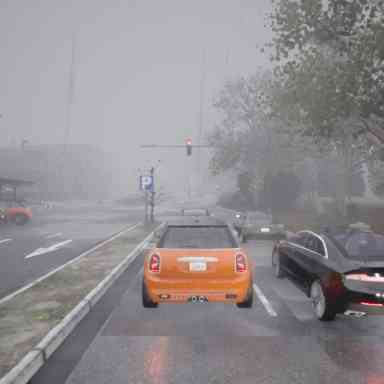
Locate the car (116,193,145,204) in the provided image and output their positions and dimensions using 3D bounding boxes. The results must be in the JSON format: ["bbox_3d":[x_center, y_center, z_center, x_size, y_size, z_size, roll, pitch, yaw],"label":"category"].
[{"bbox_3d":[-11.501,1.356,61.026,4.792,1.488,2.163,-1,0,-15],"label":"car"}]

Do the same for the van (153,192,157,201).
[{"bbox_3d":[-10.305,1.091,70.011,4.442,1.987,1.878,-1,0,-14],"label":"van"}]

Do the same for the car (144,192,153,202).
[{"bbox_3d":[-10.859,1.313,64.018,5.366,1.575,1.946,-1,0,-15],"label":"car"}]

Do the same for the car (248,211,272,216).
[{"bbox_3d":[3.145,1.587,16.157,1.994,1.385,4.181,0,0,1],"label":"car"}]

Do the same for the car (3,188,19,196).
[{"bbox_3d":[-28.213,0.135,51.879,2.002,1.452,4.674,6,-3,-19],"label":"car"}]

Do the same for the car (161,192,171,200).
[{"bbox_3d":[-8.531,1.355,84.963,4.674,1.452,2.002,-1,0,-12],"label":"car"}]

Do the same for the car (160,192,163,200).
[{"bbox_3d":[-9.710,1.357,75.978,4.674,1.452,2.002,-1,0,-13],"label":"car"}]

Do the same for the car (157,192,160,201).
[{"bbox_3d":[-10.080,1.319,72.982,4.892,1.521,2.231,-1,0,-14],"label":"car"}]

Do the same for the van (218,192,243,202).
[{"bbox_3d":[7.225,1.041,63.637,4.442,1.987,1.878,1,0,-14],"label":"van"}]

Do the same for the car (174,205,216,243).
[{"bbox_3d":[0.155,1.531,17.207,1.837,1.490,4.892,0,0,1],"label":"car"}]

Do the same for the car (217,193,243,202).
[{"bbox_3d":[7.605,1.139,66.607,4.553,1.767,2.185,1,0,-14],"label":"car"}]

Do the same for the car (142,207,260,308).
[{"bbox_3d":[0.104,1.363,8.121,2.097,1.767,4.553,0,0,0],"label":"car"}]

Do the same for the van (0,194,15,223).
[{"bbox_3d":[-13.621,1.296,20.240,4.442,1.987,1.878,-1,0,-20],"label":"van"}]

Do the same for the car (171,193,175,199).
[{"bbox_3d":[-8.083,1.062,87.969,5.566,2.045,2.435,-1,0,-12],"label":"car"}]

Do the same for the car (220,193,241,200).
[{"bbox_3d":[9.383,1.126,81.309,4.553,1.767,2.185,1,0,-12],"label":"car"}]

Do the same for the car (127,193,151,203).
[{"bbox_3d":[-10.768,1.194,66.971,4.553,1.767,2.185,-1,0,-14],"label":"car"}]

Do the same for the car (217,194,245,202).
[{"bbox_3d":[8.139,1.261,69.601,5.366,1.575,1.946,1,0,-13],"label":"car"}]

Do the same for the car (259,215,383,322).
[{"bbox_3d":[3.102,1.501,7.244,2.128,1.511,4.902,0,0,0],"label":"car"}]

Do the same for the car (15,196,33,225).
[{"bbox_3d":[-13.649,1.402,23.217,4.553,1.767,2.185,-1,0,-19],"label":"car"}]
